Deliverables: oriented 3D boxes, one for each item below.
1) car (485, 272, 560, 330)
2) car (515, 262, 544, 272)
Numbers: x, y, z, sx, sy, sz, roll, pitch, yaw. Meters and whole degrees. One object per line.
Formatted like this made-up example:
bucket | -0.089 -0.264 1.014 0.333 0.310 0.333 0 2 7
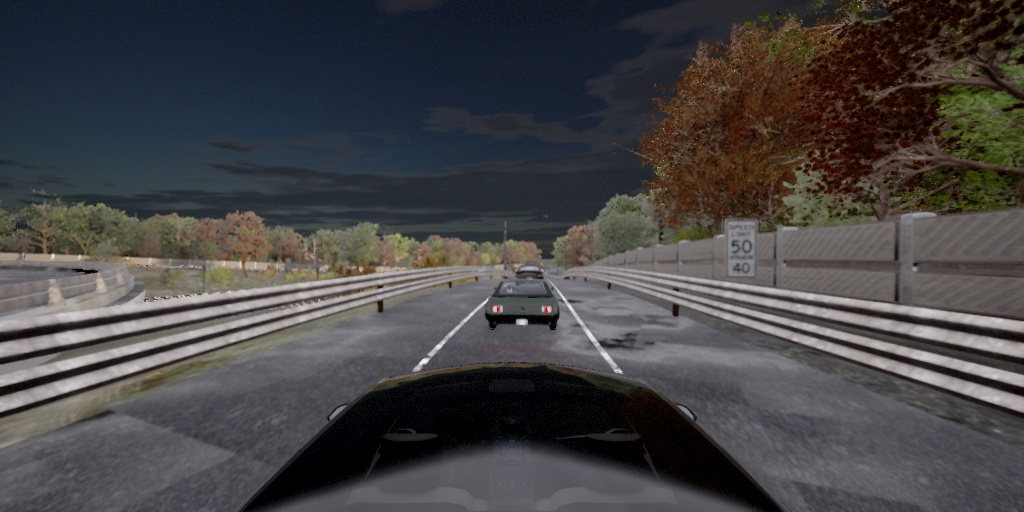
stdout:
car | 0.362 1.337 11.051 1.895 1.301 4.718 0 0 3
car | 1.232 1.357 25.448 1.882 1.535 5.008 0 -1 4
